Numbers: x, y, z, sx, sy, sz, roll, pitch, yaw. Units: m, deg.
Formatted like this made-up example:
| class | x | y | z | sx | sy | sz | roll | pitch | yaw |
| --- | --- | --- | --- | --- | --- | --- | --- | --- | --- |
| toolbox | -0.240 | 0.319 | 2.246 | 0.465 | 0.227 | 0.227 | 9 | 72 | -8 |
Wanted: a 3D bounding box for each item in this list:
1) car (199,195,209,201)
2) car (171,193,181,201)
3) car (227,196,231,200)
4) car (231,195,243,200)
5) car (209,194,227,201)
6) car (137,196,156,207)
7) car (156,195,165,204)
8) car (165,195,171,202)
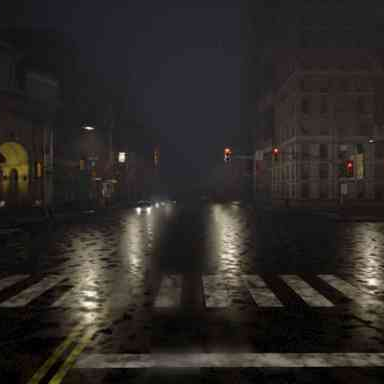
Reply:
| class | x | y | z | sx | sy | sz | roll | pitch | yaw |
| --- | --- | --- | --- | --- | --- | --- | --- | --- | --- |
| car | 3.319 | 1.524 | 85.422 | 1.812 | 1.442 | 4.674 | 0 | 0 | 22 |
| car | -4.372 | 1.225 | 84.768 | 2.150 | 2.045 | 5.566 | 0 | 0 | 16 |
| car | 8.270 | 1.466 | 94.411 | 1.882 | 1.535 | 5.008 | 0 | 0 | 38 |
| car | 12.491 | 1.500 | 94.191 | 1.837 | 1.490 | 4.892 | 0 | 0 | 41 |
| car | 6.618 | 1.525 | 84.254 | 2.128 | 1.511 | 4.902 | 0 | 0 | 22 |
| car | -7.049 | 1.601 | 50.212 | 1.895 | 1.301 | 4.718 | 0 | 0 | 0 |
| car | -7.001 | 1.493 | 63.930 | 2.128 | 1.511 | 4.902 | 0 | 0 | 1 |
| car | -6.661 | 1.525 | 74.256 | 2.128 | 1.511 | 4.902 | 0 | 0 | 7 |
